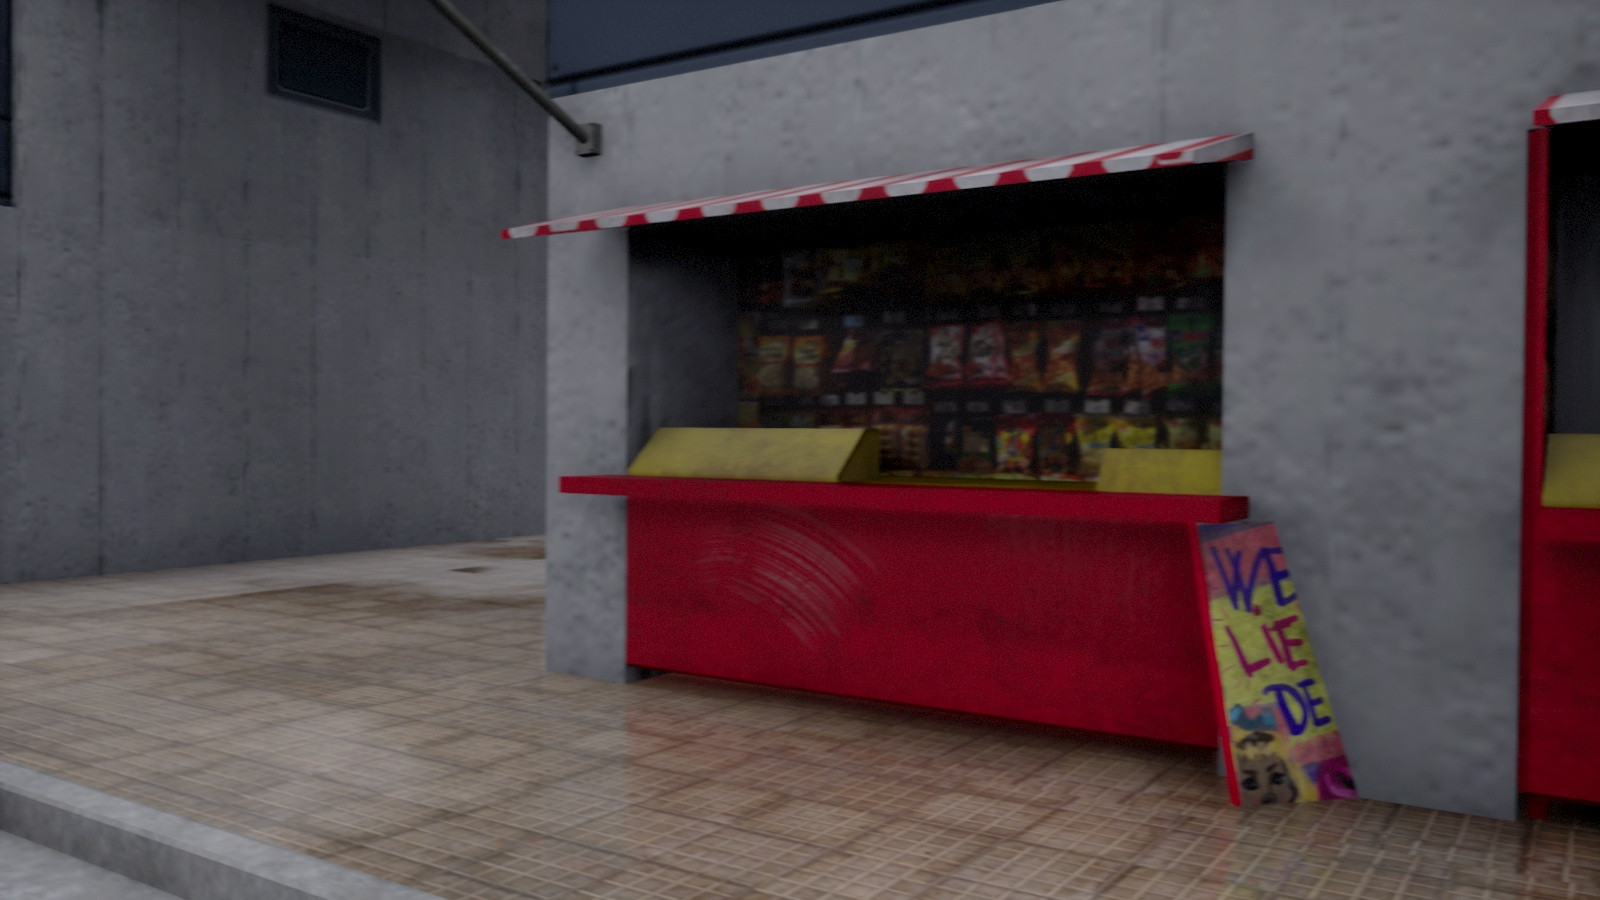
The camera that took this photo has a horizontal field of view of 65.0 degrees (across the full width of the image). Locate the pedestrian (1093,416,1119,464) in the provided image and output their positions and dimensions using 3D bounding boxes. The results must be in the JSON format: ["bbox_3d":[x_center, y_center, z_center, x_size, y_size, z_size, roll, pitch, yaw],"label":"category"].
[{"bbox_3d":[12.022,-0.390,49.291,0.849,1.883,0.563,0,1,33],"label":"pedestrian"}]
